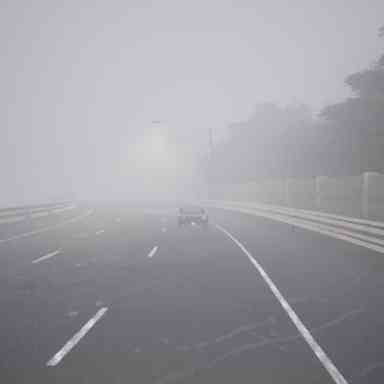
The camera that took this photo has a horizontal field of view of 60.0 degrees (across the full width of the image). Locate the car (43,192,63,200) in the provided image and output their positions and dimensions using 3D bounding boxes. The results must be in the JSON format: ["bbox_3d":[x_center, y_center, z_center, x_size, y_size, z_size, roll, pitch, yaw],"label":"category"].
[{"bbox_3d":[-34.979,1.301,83.766,1.895,1.301,4.718,0,0,-44],"label":"car"}]

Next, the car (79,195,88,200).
[{"bbox_3d":[-29.387,1.337,88.043,1.895,1.301,4.718,0,0,-44],"label":"car"}]

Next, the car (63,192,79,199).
[{"bbox_3d":[-31.969,0.954,85.684,2.150,2.045,5.566,0,0,-44],"label":"car"}]

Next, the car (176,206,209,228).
[{"bbox_3d":[-0.104,1.599,22.043,1.895,1.301,4.718,0,0,-5],"label":"car"}]
